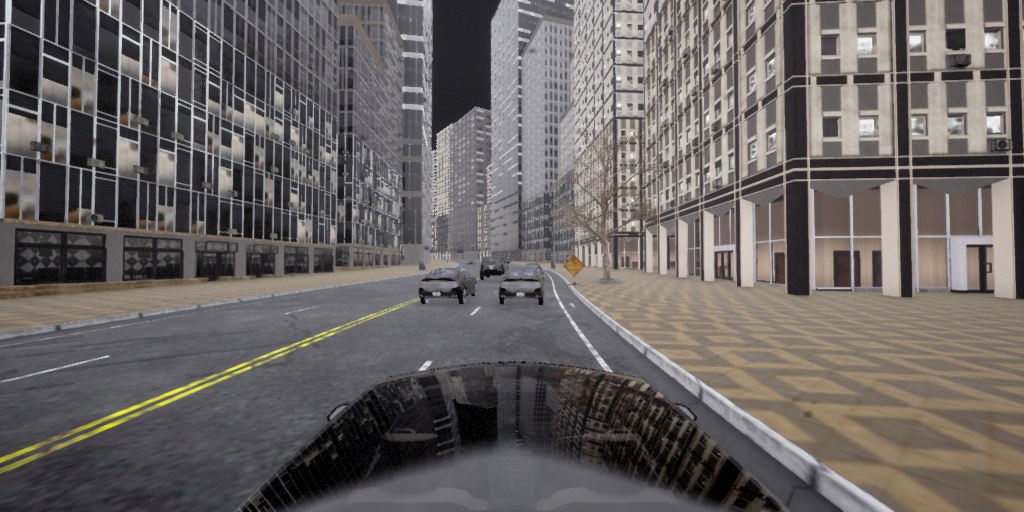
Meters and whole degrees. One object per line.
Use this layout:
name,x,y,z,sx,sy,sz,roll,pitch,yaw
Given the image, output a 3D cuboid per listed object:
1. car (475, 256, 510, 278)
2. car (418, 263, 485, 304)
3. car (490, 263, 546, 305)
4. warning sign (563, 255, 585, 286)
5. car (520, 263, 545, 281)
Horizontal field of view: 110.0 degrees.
car,-1.441,1.029,31.253,2.150,2.045,5.566,0,0,5
car,-2.762,1.256,16.298,2.128,1.511,4.902,0,0,4
car,0.482,1.251,16.083,2.128,1.511,4.902,0,0,4
warning sign,3.794,0.867,21.773,1.300,1.860,1.060,0,0,5
car,1.797,1.338,30.966,1.994,1.385,4.181,0,0,4
